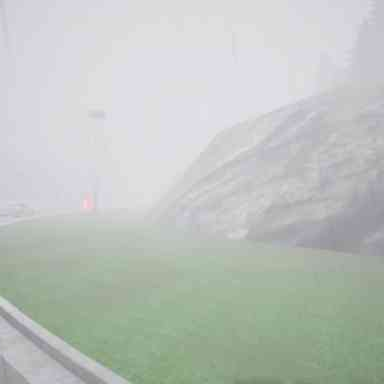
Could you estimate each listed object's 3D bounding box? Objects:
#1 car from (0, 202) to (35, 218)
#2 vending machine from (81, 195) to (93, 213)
[{"bbox_3d":[-16.508,1.674,31.234,1.812,1.442,4.674,0,0,-3],"label":"car"},{"bbox_3d":[-12.242,1.426,38.826,1.100,2.100,0.880,0,0,10],"label":"vending machine"}]
